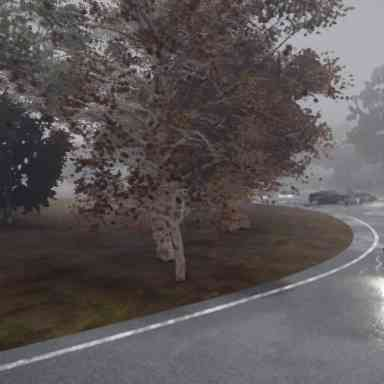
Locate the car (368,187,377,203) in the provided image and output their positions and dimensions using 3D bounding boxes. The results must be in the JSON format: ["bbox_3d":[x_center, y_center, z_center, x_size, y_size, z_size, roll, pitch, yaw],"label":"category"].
[{"bbox_3d":[15.999,0.459,33.091,1.994,1.385,4.181,-4,2,-32],"label":"car"}]

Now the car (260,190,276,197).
[{"bbox_3d":[11.929,-0.026,52.716,1.994,1.385,4.181,-2,2,29],"label":"car"}]

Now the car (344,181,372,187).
[{"bbox_3d":[30.519,-1.332,61.245,4.902,1.511,2.128,-2,2,-1],"label":"car"}]

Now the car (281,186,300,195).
[{"bbox_3d":[15.553,-0.201,52.694,1.994,1.385,4.181,-2,2,34],"label":"car"}]

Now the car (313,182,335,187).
[{"bbox_3d":[25.235,-1.144,63.766,4.181,1.385,1.994,-3,2,-15],"label":"car"}]

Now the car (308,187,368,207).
[{"bbox_3d":[13.300,0.580,31.327,2.128,1.511,4.902,-4,3,-32],"label":"car"}]
